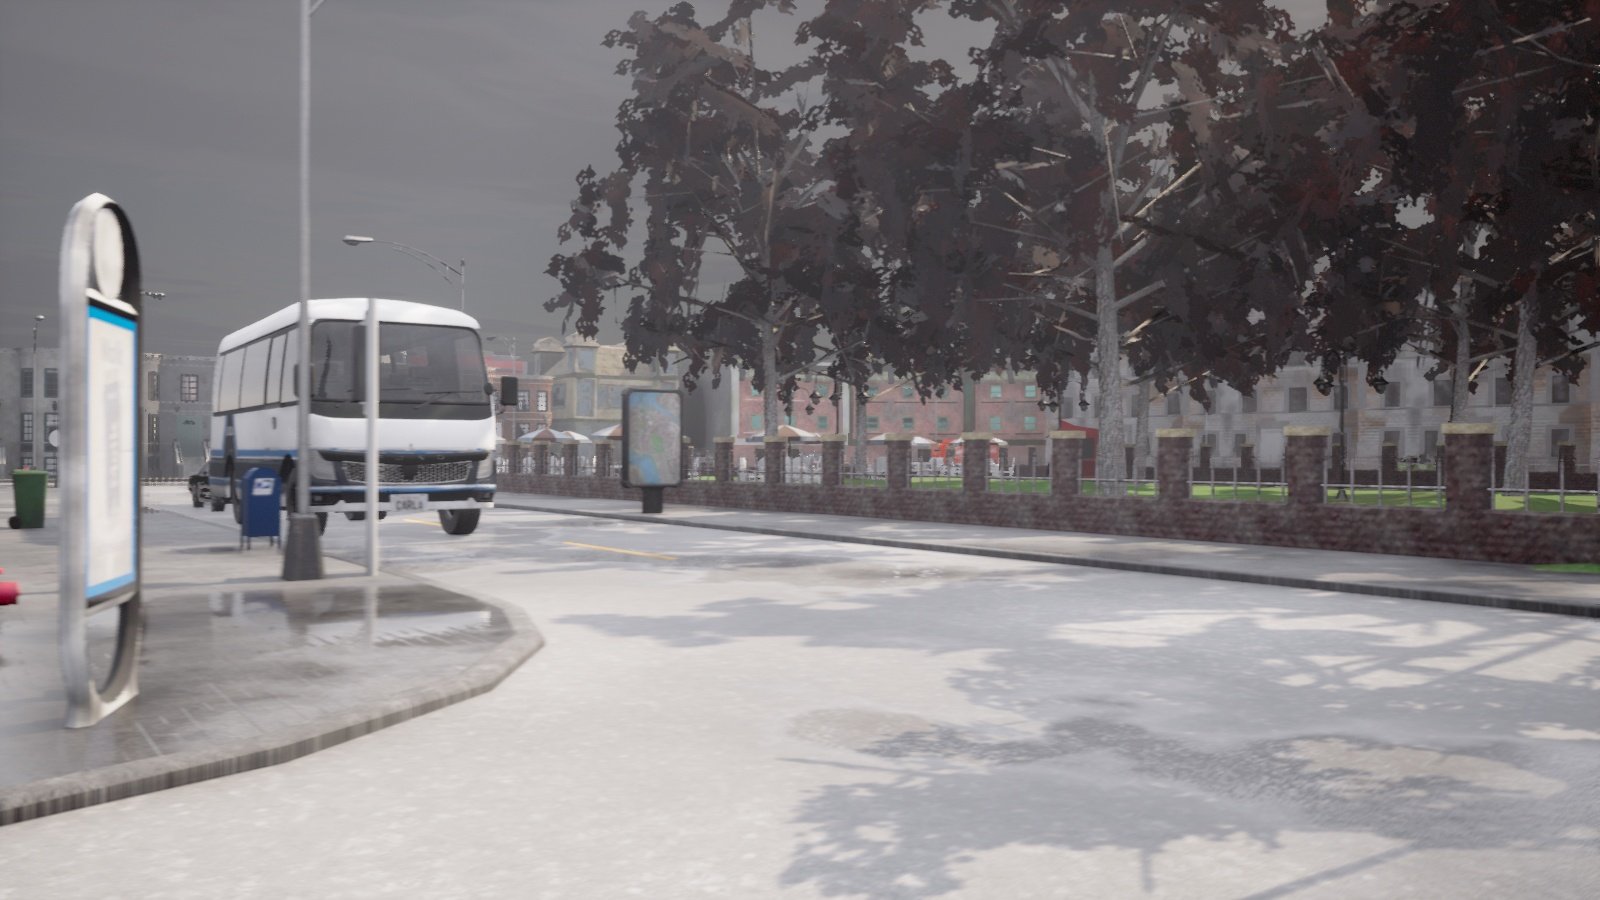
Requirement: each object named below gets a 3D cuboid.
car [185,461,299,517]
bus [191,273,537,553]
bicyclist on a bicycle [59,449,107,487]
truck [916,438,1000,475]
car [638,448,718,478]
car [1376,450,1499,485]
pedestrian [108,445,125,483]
[{"bbox_3d":[-14.639,0.965,32.795,1.895,1.301,4.718,0,0,-34],"label":"car"},{"bbox_3d":[-8.941,-0.547,24.478,3.944,4.253,10.273,0,0,-33],"label":"bus"},{"bbox_3d":[-33.925,0.848,59.458,1.843,1.776,0.659,0,2,-11],"label":"bicyclist on a bicycle"},{"bbox_3d":[10.818,0.462,86.009,5.204,2.467,2.627,0,0,23],"label":"truck"},{"bbox_3d":[-7.611,0.786,78.588,4.605,1.855,1.932,0,0,-34],"label":"car"},{"bbox_3d":[28.717,0.777,56.680,2.007,1.525,4.514,0,0,-34],"label":"car"},{"bbox_3d":[-35.094,0.703,64.475,0.666,1.930,0.402,0,0,-14],"label":"pedestrian"}]
